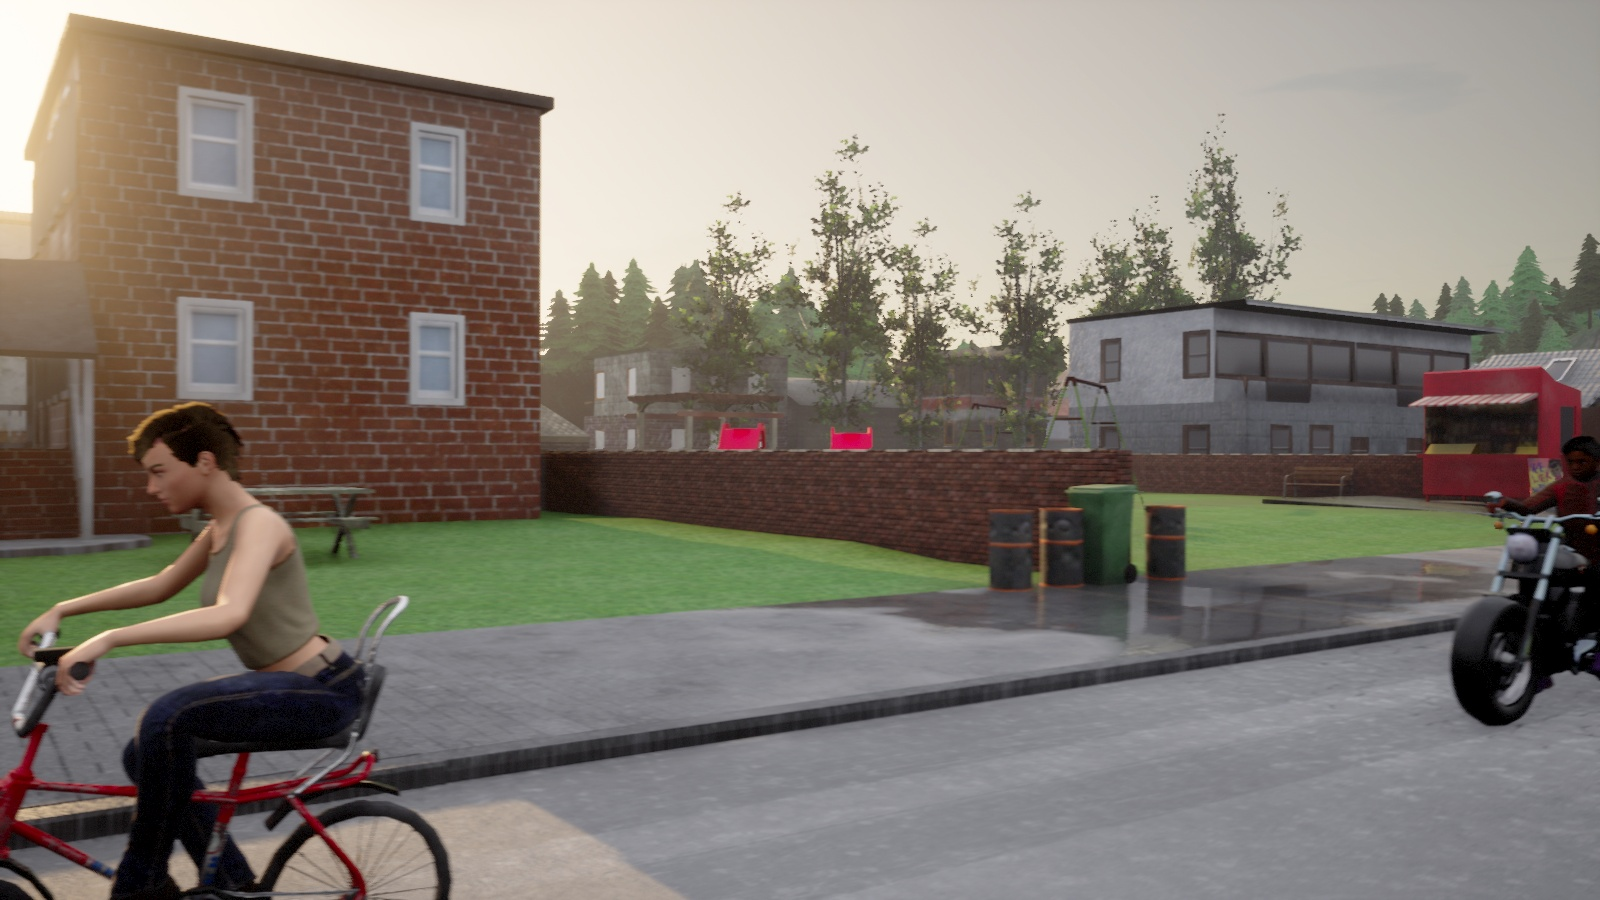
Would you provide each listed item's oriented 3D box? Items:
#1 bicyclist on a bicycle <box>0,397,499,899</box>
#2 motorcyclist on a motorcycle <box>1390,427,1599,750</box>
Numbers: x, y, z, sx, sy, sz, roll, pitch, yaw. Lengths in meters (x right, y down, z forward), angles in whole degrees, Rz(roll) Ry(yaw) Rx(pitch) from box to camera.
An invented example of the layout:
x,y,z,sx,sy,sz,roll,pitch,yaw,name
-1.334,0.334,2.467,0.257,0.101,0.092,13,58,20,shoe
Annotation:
x,y,z,sx,sy,sz,roll,pitch,yaw,name
-1.640,0.693,3.116,1.509,1.612,0.866,-1,0,-35,bicyclist on a bicycle
4.500,0.704,7.403,2.350,1.649,0.766,0,0,-35,motorcyclist on a motorcycle
